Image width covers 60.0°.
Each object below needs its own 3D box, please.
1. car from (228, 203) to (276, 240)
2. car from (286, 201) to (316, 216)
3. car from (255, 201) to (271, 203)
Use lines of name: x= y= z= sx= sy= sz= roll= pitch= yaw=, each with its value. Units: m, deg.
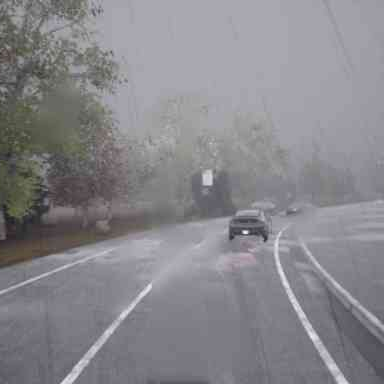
car: x=3.113 y=1.557 z=17.228 sx=1.837 sy=1.490 sz=4.892 roll=-2 pitch=-1 yaw=17
car: x=10.900 y=1.610 z=33.161 sx=1.994 sy=1.385 sz=4.181 roll=-4 pitch=-2 yaw=34
car: x=6.944 y=1.720 z=33.447 sx=1.837 sy=1.490 sz=4.892 roll=-3 pitch=-2 yaw=34
